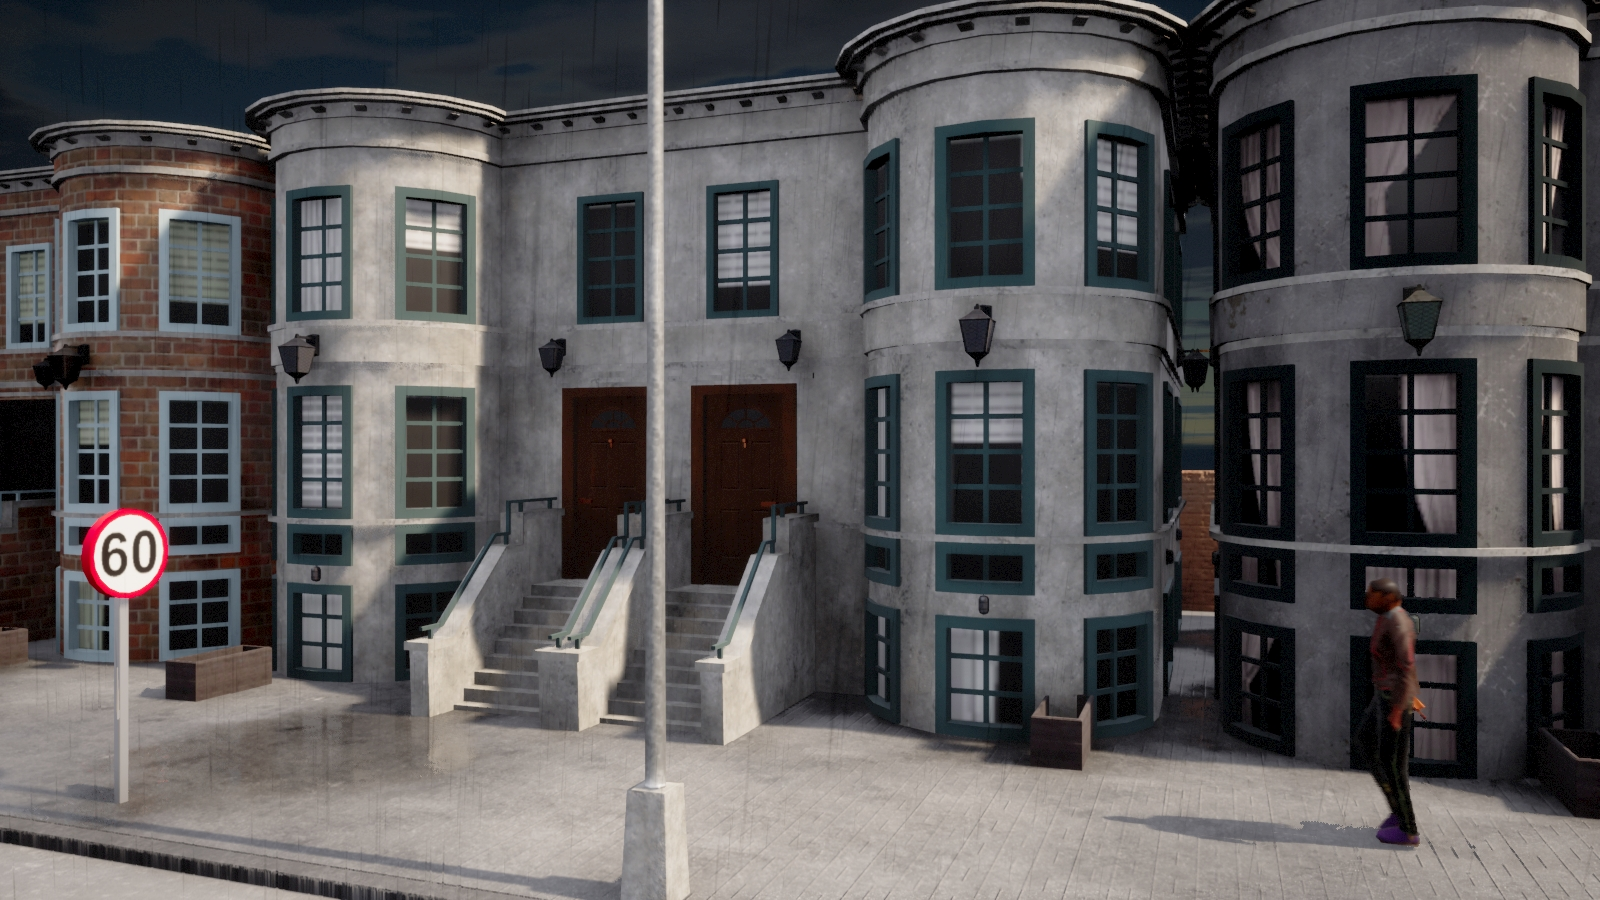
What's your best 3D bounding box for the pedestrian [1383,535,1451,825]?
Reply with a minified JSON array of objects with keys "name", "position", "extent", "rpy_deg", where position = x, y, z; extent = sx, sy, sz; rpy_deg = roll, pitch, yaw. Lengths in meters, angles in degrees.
[{"name":"pedestrian","position":[4.162,1.524,7.718],"extent":[0.375,1.860,0.375],"rpy_deg":[0,0,24]}]
